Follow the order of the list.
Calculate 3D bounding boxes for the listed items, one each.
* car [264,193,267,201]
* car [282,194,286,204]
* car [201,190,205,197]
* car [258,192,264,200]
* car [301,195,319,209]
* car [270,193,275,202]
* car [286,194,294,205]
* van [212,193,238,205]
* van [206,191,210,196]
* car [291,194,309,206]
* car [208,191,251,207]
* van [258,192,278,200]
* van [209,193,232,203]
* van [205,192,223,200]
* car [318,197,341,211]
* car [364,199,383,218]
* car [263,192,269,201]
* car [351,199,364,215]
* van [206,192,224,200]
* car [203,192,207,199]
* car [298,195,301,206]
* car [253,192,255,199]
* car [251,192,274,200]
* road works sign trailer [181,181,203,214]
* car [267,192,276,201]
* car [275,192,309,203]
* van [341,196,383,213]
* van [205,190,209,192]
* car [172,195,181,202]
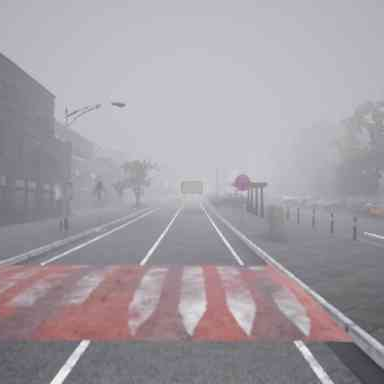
[{"bbox_3d":[18.757,1.420,71.760,4.792,1.488,2.163,0,1,0],"label":"car"},{"bbox_3d":[18.810,1.487,57.883,5.008,1.535,2.097,0,0,0],"label":"car"},{"bbox_3d":[5.664,1.013,82.284,5.566,2.045,2.435,0,1,0],"label":"car"},{"bbox_3d":[18.750,1.077,77.314,5.566,2.045,2.435,0,1,0],"label":"car"},{"bbox_3d":[18.635,1.552,46.781,5.366,1.575,1.946,0,0,0],"label":"car"},{"bbox_3d":[18.788,1.434,66.211,5.008,1.535,2.097,0,0,0],"label":"car"},{"bbox_3d":[18.814,1.504,55.107,5.008,1.535,2.097,0,0,0],"label":"car"},{"bbox_3d":[5.840,1.249,59.852,4.442,1.987,1.878,0,0,0],"label":"van"},{"bbox_3d":[5.599,1.214,65.462,4.442,1.987,1.878,0,0,0],"label":"van"},{"bbox_3d":[18.819,1.522,52.331,4.892,1.521,2.231,0,0,0],"label":"car"},{"bbox_3d":[5.706,1.275,51.442,5.566,2.045,2.435,0,0,0],"label":"car"},{"bbox_3d":[18.887,1.030,82.867,4.442,1.987,1.878,0,1,0],"label":"van"},{"bbox_3d":[5.828,1.192,68.264,4.442,1.987,1.878,0,0,0],"label":"van"},{"bbox_3d":[5.801,0.960,87.891,4.442,1.987,1.878,0,1,0],"label":"van"},{"bbox_3d":[18.799,1.618,41.229,4.792,1.488,2.163,0,0,0],"label":"car"},{"bbox_3d":[18.839,1.657,30.127,5.008,1.535,2.097,0,0,0],"label":"car"},{"bbox_3d":[18.811,1.390,74.543,4.792,1.488,2.163,0,1,0],"label":"car"},{"bbox_3d":[18.837,1.680,32.904,4.674,1.452,2.002,0,0,0],"label":"car"},{"bbox_3d":[5.805,0.999,85.088,4.442,1.987,1.878,0,1,0],"label":"van"},{"bbox_3d":[5.706,1.336,76.679,4.892,1.521,2.231,0,1,0],"label":"car"},{"bbox_3d":[18.846,1.568,49.556,4.792,1.488,2.163,0,0,0],"label":"car"},{"bbox_3d":[18.953,1.215,85.645,5.366,1.575,1.946,0,1,0],"label":"car"},{"bbox_3d":[18.792,0.928,88.417,5.566,2.045,2.435,0,1,0],"label":"car"},{"bbox_3d":[0.027,0.572,37.697,2.380,3.560,2.880,-1,0,2],"label":"road works sign trailer"},{"bbox_3d":[18.975,1.410,68.988,5.366,1.575,1.946,0,0,0],"label":"car"},{"bbox_3d":[18.773,1.219,60.657,5.566,2.045,2.435,0,0,0],"label":"car"},{"bbox_3d":[18.952,1.397,35.678,4.442,1.987,1.878,0,0,0],"label":"van"},{"bbox_3d":[5.812,1.077,79.484,4.442,1.987,1.878,0,1,0],"label":"van"},{"bbox_3d":[-3.251,1.402,71.005,1.812,1.442,4.674,0,1,0],"label":"car"}]
